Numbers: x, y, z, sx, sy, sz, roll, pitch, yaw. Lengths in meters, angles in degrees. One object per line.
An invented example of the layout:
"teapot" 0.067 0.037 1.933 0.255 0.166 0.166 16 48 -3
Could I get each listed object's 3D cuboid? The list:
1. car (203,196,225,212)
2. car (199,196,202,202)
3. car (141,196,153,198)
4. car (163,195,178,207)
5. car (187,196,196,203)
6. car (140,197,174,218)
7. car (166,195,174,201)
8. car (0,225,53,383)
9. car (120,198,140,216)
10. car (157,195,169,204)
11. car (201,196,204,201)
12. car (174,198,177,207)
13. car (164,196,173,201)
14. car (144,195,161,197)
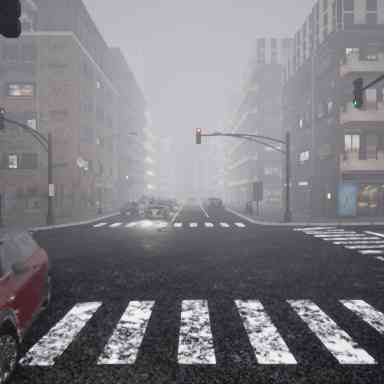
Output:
"car" 2.634 1.448 37.910 1.967 1.590 4.097 0 0 0
"car" 2.609 1.599 54.957 1.802 1.307 4.206 0 0 0
"car" -5.746 1.534 37.725 1.752 1.417 4.829 0 0 0
"car" -3.160 1.579 50.630 1.994 1.385 4.181 0 0 0
"car" -0.061 1.539 70.634 2.128 1.511 4.902 0 0 0
"car" -3.136 1.497 30.647 2.128 1.511 4.902 0 0 1
"car" -5.823 1.595 89.037 2.008 1.369 4.403 0 0 0
"car" -3.447 1.370 4.835 2.097 1.767 4.553 0 -1 -14
"car" -5.737 1.572 32.212 1.947 1.339 4.313 0 0 0
"car" -5.788 1.465 66.308 1.967 1.590 4.097 0 0 0
"car" 2.626 1.451 43.592 1.967 1.590 4.097 0 0 0
"car" -3.159 1.610 40.059 1.895 1.301 4.718 0 0 0
"car" -5.814 1.589 83.354 2.008 1.369 4.403 0 0 0
"car" -5.755 1.326 43.578 2.192 1.841 5.009 0 0 0
